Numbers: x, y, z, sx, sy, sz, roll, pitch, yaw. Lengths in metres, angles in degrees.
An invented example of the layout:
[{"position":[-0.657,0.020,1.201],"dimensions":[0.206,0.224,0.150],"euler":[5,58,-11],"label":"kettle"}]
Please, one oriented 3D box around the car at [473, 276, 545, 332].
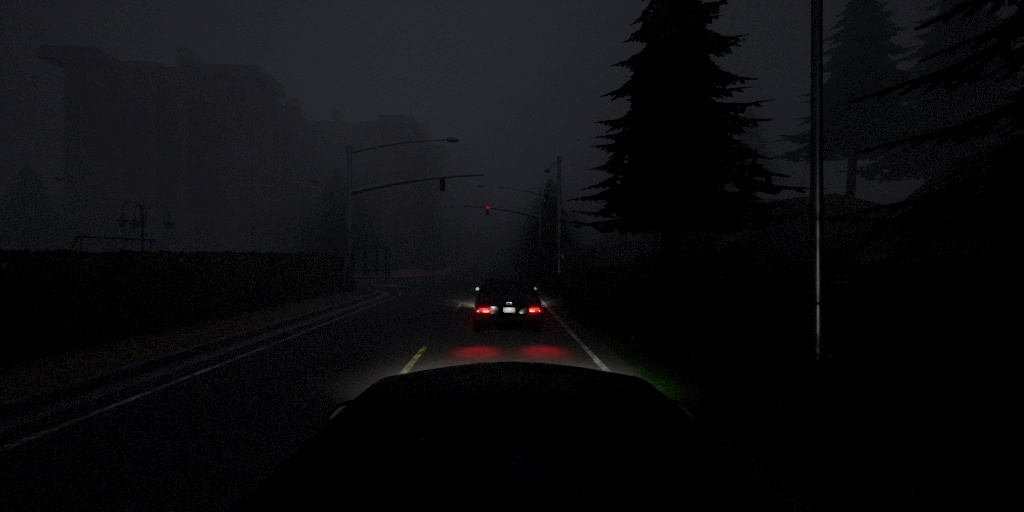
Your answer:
[{"position":[-0.155,1.297,10.797],"dimensions":[2.033,1.411,5.357],"euler":[0,0,-2],"label":"car"}]
